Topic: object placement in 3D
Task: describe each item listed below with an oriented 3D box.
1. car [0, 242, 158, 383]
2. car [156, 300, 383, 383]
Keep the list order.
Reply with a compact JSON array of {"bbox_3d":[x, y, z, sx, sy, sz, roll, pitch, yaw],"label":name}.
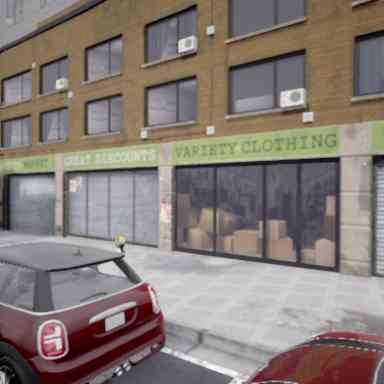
[{"bbox_3d":[-2.428,1.458,4.799,4.097,1.590,1.967,0,0,36],"label":"car"},{"bbox_3d":[2.047,1.436,1.607,4.097,1.590,1.967,0,0,36],"label":"car"}]
